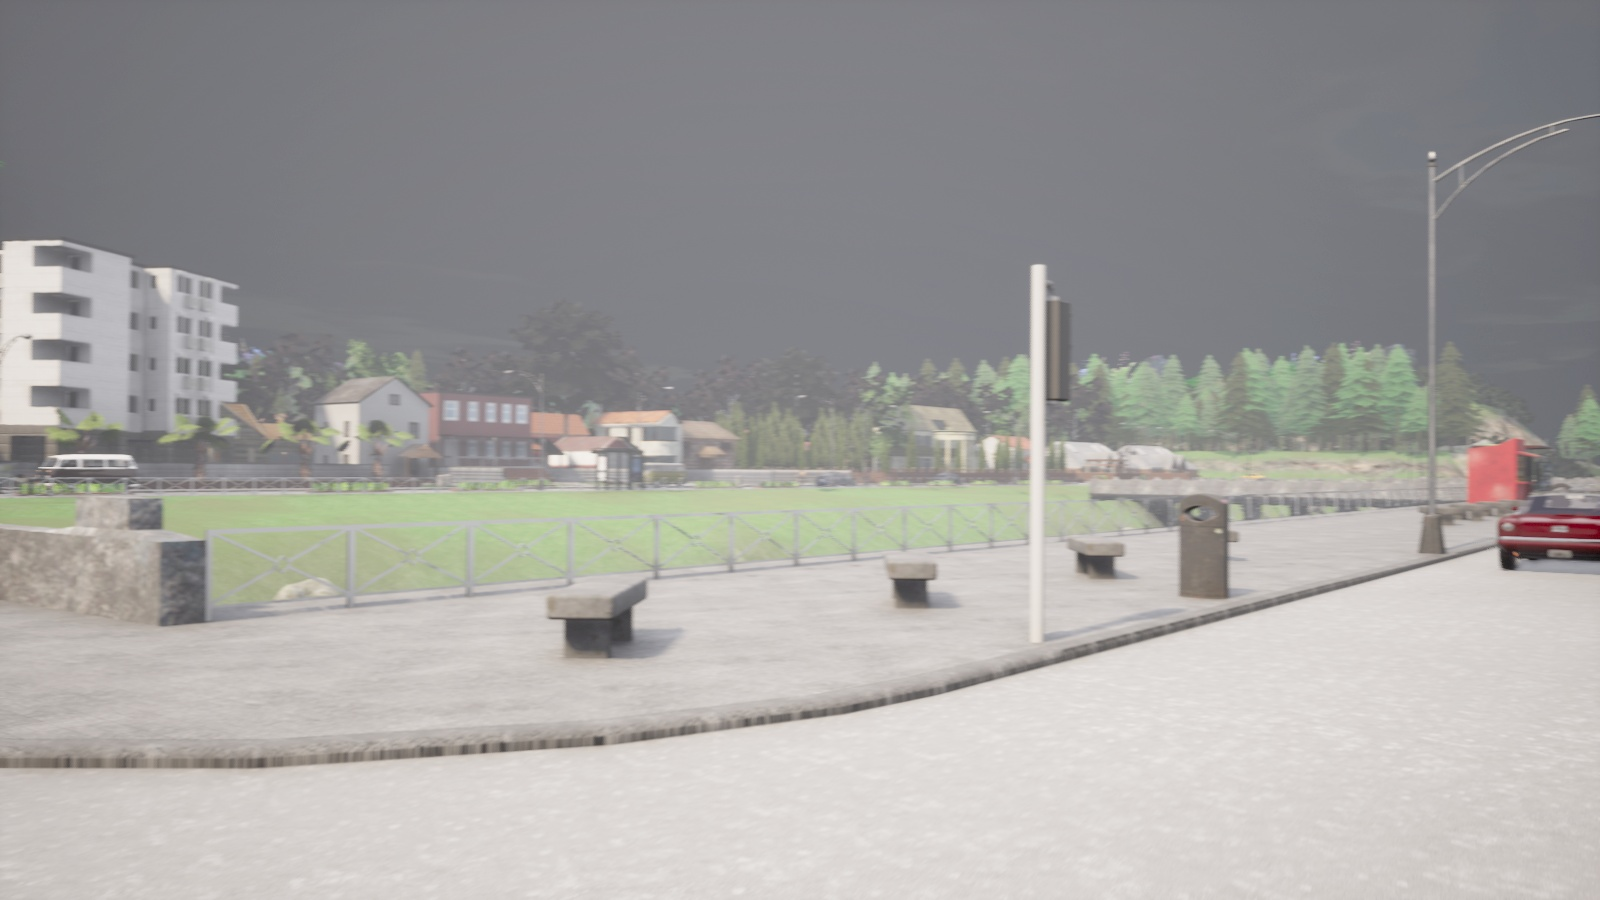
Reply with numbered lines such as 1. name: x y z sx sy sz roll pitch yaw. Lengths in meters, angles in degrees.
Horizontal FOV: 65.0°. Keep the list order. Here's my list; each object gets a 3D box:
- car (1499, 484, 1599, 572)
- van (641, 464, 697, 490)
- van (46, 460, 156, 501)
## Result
1. car: 13.377 1.250 21.365 1.895 1.301 4.718 -1 -1 38
2. van: -10.170 2.105 98.068 1.775 1.987 4.442 -1 -1 38
3. van: -36.058 1.553 64.848 2.069 2.038 4.480 -1 -1 38
